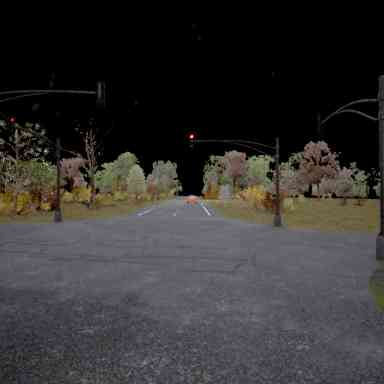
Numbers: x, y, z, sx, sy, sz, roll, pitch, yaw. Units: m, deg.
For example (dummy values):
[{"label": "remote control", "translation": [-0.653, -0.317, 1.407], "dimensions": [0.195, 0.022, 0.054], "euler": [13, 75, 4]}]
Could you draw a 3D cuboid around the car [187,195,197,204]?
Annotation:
[{"label": "car", "translation": [0.017, 1.424, 68.007], "dimensions": [2.097, 1.767, 4.553], "euler": [0, 0, 0]}]

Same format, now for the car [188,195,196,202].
[{"label": "car", "translation": [0.019, 1.449, 78.042], "dimensions": [1.812, 1.442, 4.674], "euler": [0, 0, 0]}]
